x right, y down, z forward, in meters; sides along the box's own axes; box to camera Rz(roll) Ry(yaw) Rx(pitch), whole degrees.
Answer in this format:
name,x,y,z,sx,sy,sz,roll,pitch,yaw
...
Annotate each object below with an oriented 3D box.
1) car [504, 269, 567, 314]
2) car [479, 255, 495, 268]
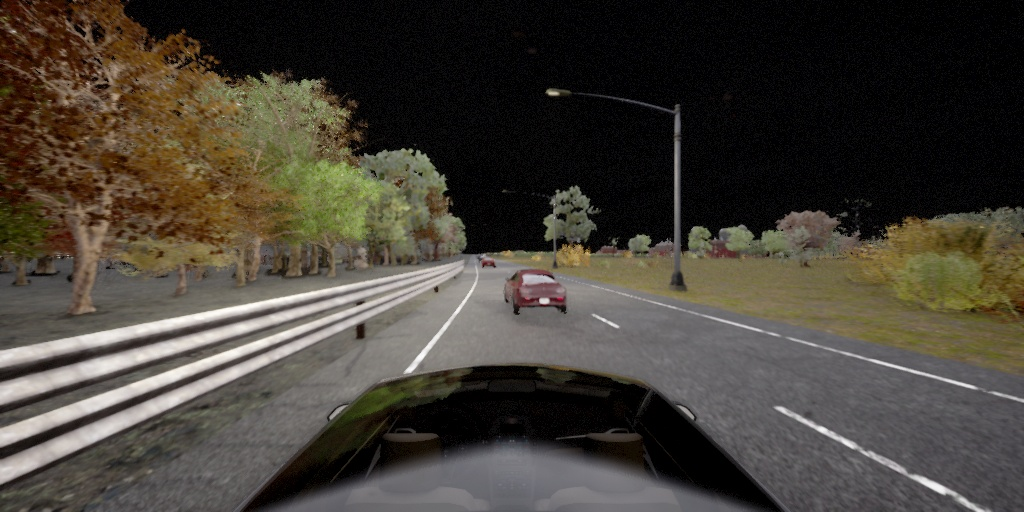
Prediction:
name,x,y,z,sx,sy,sz,roll,pitch,yaw
car,0.766,1.218,13.430,1.812,1.442,4.674,0,0,-6
car,-3.522,0.950,53.448,1.882,1.535,5.008,0,0,-6
